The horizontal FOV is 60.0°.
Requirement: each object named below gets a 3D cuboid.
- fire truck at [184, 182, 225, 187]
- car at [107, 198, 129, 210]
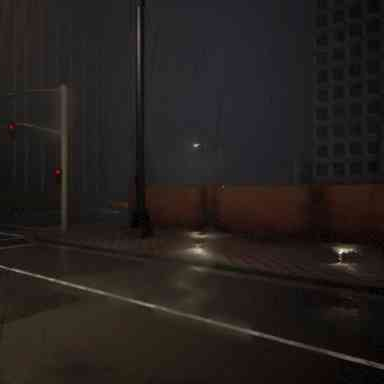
[{"bbox_3d":[2.102,0.406,53.229,2.891,3.827,8.468,0,0,35],"label":"fire truck"},{"bbox_3d":[-8.934,1.560,43.689,1.882,1.535,5.008,0,0,35],"label":"car"}]
